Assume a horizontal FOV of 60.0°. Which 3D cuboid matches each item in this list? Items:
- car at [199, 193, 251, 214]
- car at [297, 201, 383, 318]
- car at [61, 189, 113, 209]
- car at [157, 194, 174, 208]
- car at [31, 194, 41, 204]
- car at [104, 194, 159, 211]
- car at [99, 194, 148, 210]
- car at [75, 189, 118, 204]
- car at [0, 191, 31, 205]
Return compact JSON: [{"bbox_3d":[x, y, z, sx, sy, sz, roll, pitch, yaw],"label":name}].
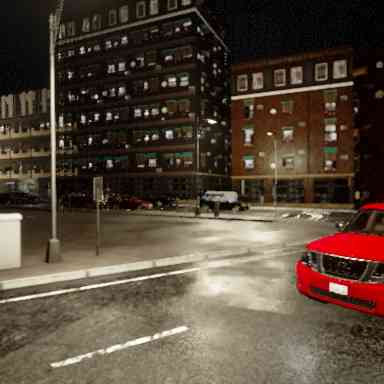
[{"bbox_3d":[2.804,1.103,29.903,4.902,1.511,2.128,1,1,24],"label":"car"},{"bbox_3d":[4.611,1.216,7.021,5.566,2.045,2.150,0,0,-36],"label":"car"},{"bbox_3d":[-10.741,0.734,33.171,5.009,1.841,2.192,1,0,24],"label":"car"},{"bbox_3d":[-4.449,0.917,36.678,5.008,1.535,1.882,1,1,24],"label":"car"},{"bbox_3d":[-20.593,0.712,40.433,4.892,1.490,1.837,1,1,24],"label":"car"},{"bbox_3d":[-5.607,1.090,30.865,4.206,1.307,1.802,1,0,24],"label":"car"},{"bbox_3d":[-7.092,0.948,34.355,4.892,1.490,1.837,1,1,24],"label":"car"},{"bbox_3d":[-12.359,0.577,43.079,5.009,1.841,2.192,1,0,24],"label":"car"},{"bbox_3d":[-21.029,0.784,37.779,4.507,1.381,1.887,1,0,24],"label":"car"}]
